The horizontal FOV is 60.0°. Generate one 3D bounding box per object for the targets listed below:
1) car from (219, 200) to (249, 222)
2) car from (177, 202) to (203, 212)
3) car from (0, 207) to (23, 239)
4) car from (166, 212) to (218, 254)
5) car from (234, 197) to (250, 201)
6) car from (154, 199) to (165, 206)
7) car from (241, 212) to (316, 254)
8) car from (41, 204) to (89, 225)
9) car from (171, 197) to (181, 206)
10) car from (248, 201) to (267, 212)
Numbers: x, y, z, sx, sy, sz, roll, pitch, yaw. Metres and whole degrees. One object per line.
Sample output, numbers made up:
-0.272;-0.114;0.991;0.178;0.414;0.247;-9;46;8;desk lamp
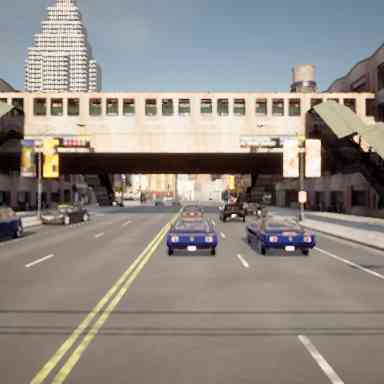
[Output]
3.508;1.768;29.474;1.882;1.535;5.008;0;0;0;car
0.001;1.833;28.985;2.033;1.411;5.357;0;-1;0;car
-10.040;1.511;15.797;2.185;1.767;4.553;0;-1;0;car
0.001;1.740;14.102;1.895;1.301;4.718;0;-1;0;car
6.679;1.673;45.198;2.435;2.045;5.566;0;-1;0;car
-6.885;2.233;70.885;2.033;1.411;5.357;0;-1;0;car
3.501;1.740;14.103;1.895;1.301;4.718;0;-1;0;car
-10.006;1.743;26.571;2.231;1.521;4.892;0;-1;10;car
-3.385;2.193;70.888;1.837;1.490;4.892;0;-1;0;car
6.724;1.967;37.799;1.895;1.301;4.718;0;-1;0;car
